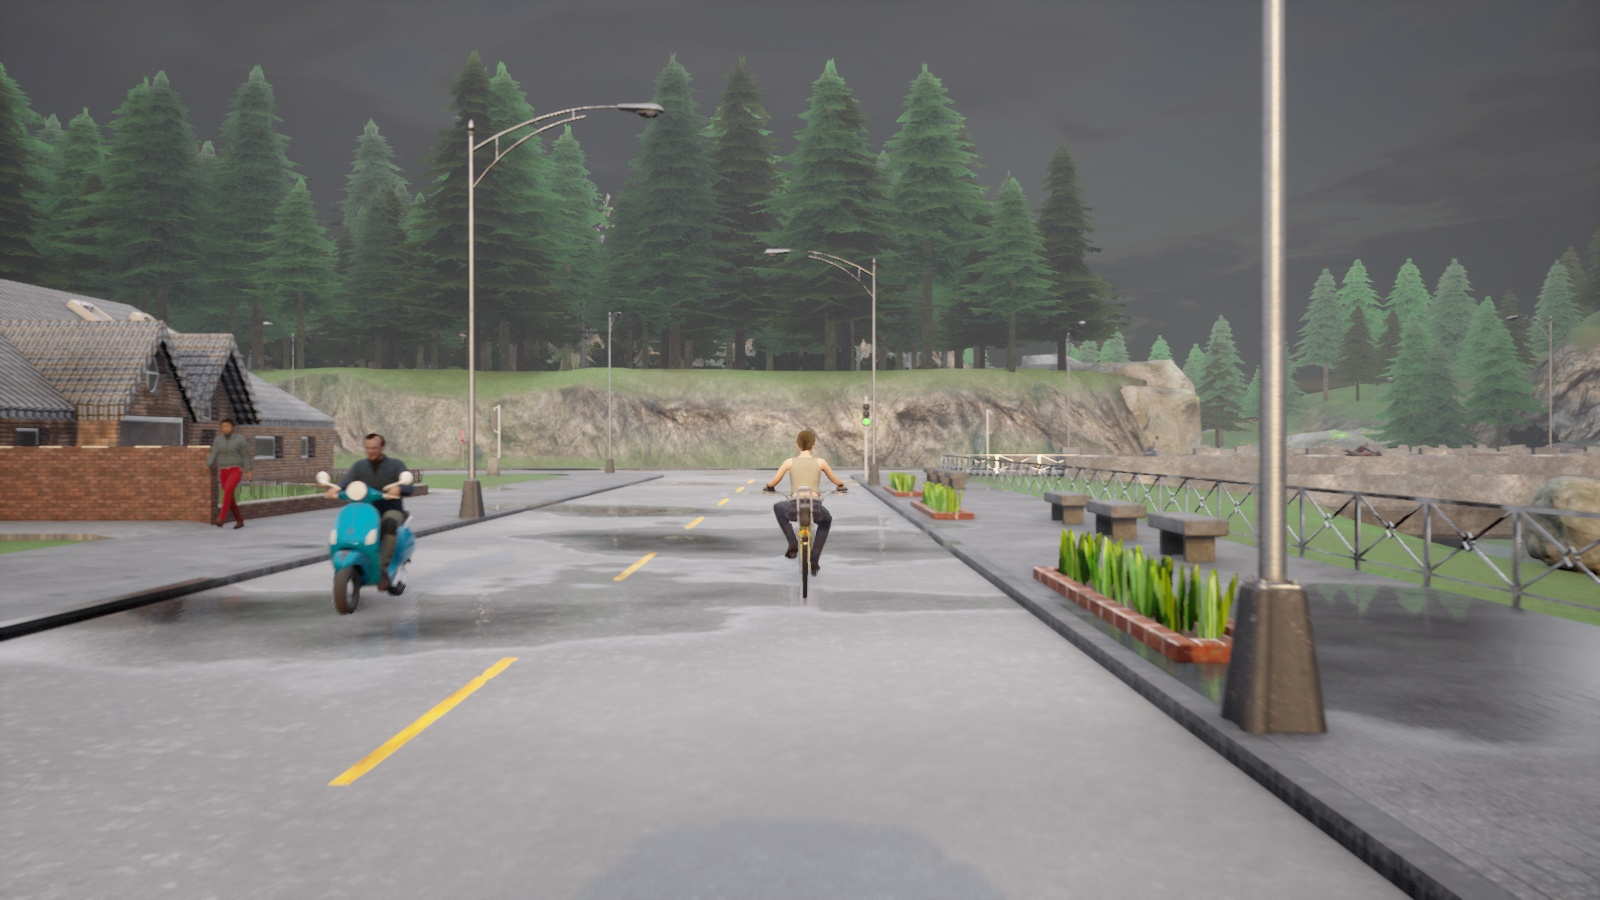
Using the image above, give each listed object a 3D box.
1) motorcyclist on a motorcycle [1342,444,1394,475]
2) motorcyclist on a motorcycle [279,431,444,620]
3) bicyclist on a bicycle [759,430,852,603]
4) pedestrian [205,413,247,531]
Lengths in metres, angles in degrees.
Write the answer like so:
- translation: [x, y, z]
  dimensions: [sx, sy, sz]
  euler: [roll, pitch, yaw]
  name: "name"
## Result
- translation: [28.176, 0.458, 62.350]
  dimensions: [2.191, 1.530, 0.866]
  euler: [0, 0, 0]
  name: "motorcyclist on a motorcycle"
- translation: [-3.943, 0.633, 11.468]
  dimensions: [0.866, 1.590, 1.817]
  euler: [0, 0, 0]
  name: "motorcyclist on a motorcycle"
- translation: [0.054, 0.614, 12.433]
  dimensions: [0.866, 1.612, 1.509]
  euler: [0, 0, 0]
  name: "bicyclist on a bicycle"
- translation: [-9.058, 0.340, 19.824]
  dimensions: [0.353, 1.847, 0.614]
  euler: [0, 0, 3]
  name: "pedestrian"
